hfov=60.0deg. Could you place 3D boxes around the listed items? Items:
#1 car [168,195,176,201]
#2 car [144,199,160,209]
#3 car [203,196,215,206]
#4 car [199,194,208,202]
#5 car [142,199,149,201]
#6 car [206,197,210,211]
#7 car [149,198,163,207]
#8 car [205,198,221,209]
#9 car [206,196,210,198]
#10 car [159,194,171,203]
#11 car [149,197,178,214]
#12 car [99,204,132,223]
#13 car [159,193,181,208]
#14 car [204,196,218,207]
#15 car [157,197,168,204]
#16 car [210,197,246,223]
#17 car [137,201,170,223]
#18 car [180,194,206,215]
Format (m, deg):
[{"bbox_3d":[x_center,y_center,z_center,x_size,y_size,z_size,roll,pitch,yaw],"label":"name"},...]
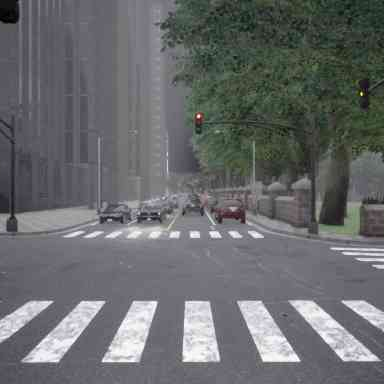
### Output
[{"bbox_3d":[-5.524,1.535,90.745,1.967,1.590,4.097,0,0,0],"label":"car"},{"bbox_3d":[-5.639,1.617,47.089,1.802,1.307,4.206,0,0,0],"label":"car"},{"bbox_3d":[2.915,1.488,57.986,1.967,1.590,4.097,0,0,0],"label":"car"},{"bbox_3d":[2.587,1.425,75.874,2.097,1.767,4.553,0,0,0],"label":"car"},{"bbox_3d":[-5.653,1.580,41.631,2.008,1.369,4.403,0,0,0],"label":"car"},{"bbox_3d":[2.858,1.589,36.160,1.947,1.339,4.313,0,0,0],"label":"car"},{"bbox_3d":[-5.624,1.623,52.546,1.802,1.307,4.206,0,0,0],"label":"car"},{"bbox_3d":[2.886,1.586,47.073,2.008,1.369,4.403,0,0,0],"label":"car"},{"bbox_3d":[2.872,1.580,41.616,2.008,1.369,4.403,0,0,0],"label":"car"},{"bbox_3d":[-5.581,1.376,68.917,2.192,1.841,5.009,0,0,0],"label":"car"},{"bbox_3d":[-3.001,1.569,35.518,2.033,1.411,5.357,0,0,1],"label":"car"},{"bbox_3d":[-5.696,1.577,25.261,1.947,1.339,4.313,0,0,0],"label":"car"},{"bbox_3d":[-2.968,1.386,45.793,2.097,1.767,4.553,0,0,0],"label":"car"},{"bbox_3d":[2.901,1.481,52.530,1.967,1.590,4.097,0,0,0],"label":"car"},{"bbox_3d":[-5.596,1.636,63.460,1.802,1.307,4.206,0,0,0],"label":"car"},{"bbox_3d":[2.829,1.326,25.248,2.192,1.841,5.009,0,0,0],"label":"car"},{"bbox_3d":[-3.032,1.612,25.700,1.895,1.301,4.718,0,0,0],"label":"car"},{"bbox_3d":[0.124,1.373,34.383,2.097,1.767,4.553,0,0,1],"label":"car"}]
